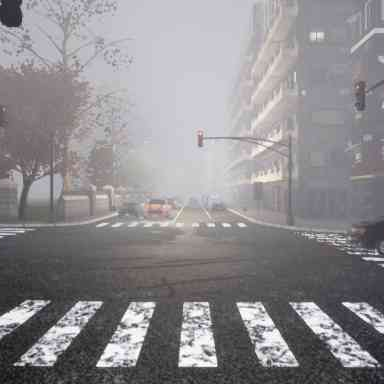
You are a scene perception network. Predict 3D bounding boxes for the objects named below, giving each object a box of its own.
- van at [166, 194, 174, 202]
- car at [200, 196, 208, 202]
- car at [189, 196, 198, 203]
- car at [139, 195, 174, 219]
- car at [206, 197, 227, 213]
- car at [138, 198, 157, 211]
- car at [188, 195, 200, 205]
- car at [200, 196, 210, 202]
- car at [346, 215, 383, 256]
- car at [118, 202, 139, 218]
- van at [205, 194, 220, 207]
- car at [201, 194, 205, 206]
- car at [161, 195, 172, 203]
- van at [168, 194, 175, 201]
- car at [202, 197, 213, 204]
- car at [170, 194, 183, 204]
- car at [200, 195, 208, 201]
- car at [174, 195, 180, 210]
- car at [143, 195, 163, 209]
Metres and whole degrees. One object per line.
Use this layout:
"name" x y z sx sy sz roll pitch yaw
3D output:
"van" -5.392 1.431 81.534 1.690 1.788 3.998 0 0 0
"car" 2.988 1.634 81.503 1.887 1.381 4.507 0 0 0
"car" 0.326 1.594 71.156 1.812 1.442 4.674 0 0 0
"car" -2.995 1.365 29.171 2.097 1.767 4.553 0 0 0
"car" 2.825 1.563 36.461 1.887 1.381 4.507 0 0 0
"car" -5.535 1.549 41.953 1.752 1.417 4.829 0 0 0
"car" 0.326 1.615 61.172 1.994 1.385 4.181 0 0 0
"car" 2.968 1.628 75.873 2.008 1.369 4.403 0 0 0
"car" 8.612 1.666 12.800 4.892 1.490 1.837 2 1 7
"car" -5.575 1.579 30.862 1.947 1.339 4.313 0 0 0
"van" 2.846 1.365 42.092 1.690 1.788 3.998 0 0 0
"car" 2.887 1.479 53.352 1.967 1.590 4.097 0 0 0
"car" -5.432 1.507 70.273 1.967 1.590 4.097 0 0 0
"van" -5.371 1.444 87.163 1.690 1.788 3.998 0 0 0
"car" 2.927 1.602 64.612 1.887 1.381 4.507 0 0 0
"car" -2.772 1.406 64.536 2.097 1.767 4.553 0 0 0
"car" 3.009 1.543 87.132 1.967 1.590 4.097 0 0 0
"car" -2.940 1.531 43.639 1.837 1.490 4.892 0 0 0
"car" -5.514 1.346 47.753 2.192 1.841 5.009 0 0 0
